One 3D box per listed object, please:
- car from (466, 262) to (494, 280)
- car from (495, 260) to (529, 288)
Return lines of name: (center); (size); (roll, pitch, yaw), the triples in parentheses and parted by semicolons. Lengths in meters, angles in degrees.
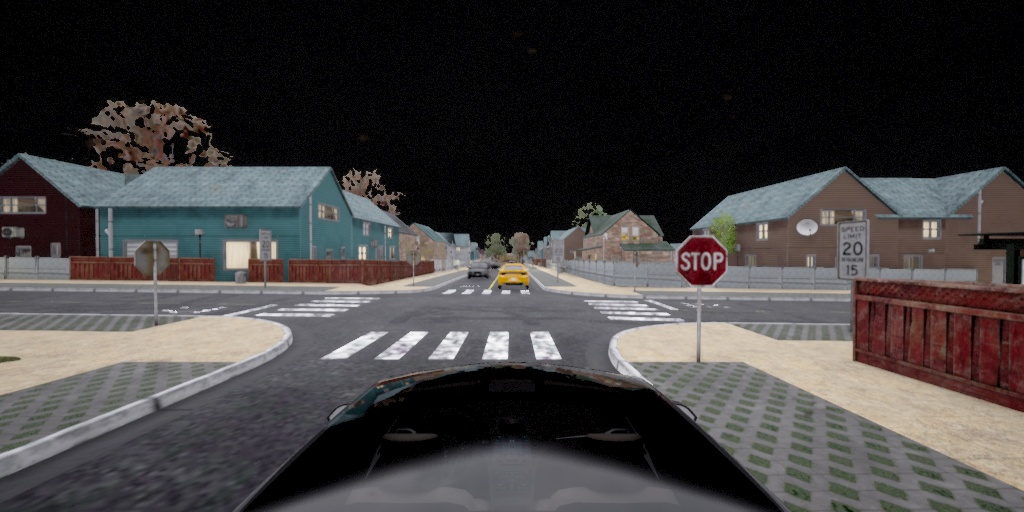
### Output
car: (-2.851, 1.296, 31.877); (1.837, 1.490, 4.892); (0, 0, 0)
car: (0.099, 1.249, 23.908); (1.882, 1.535, 5.008); (0, 0, 0)
